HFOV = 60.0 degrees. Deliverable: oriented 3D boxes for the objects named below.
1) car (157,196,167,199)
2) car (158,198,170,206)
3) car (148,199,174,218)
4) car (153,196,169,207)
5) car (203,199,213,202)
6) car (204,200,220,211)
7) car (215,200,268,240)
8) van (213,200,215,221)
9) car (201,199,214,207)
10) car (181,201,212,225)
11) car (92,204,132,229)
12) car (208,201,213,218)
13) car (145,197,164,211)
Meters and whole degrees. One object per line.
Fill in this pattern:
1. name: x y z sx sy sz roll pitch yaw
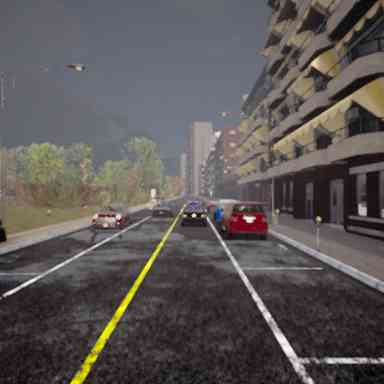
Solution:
1. car: -5.235 1.789 50.618 2.008 1.369 4.403 1 0 0
2. car: -5.220 1.878 61.926 1.802 1.307 4.206 1 0 0
3. car: -2.800 1.713 32.390 1.994 1.385 4.181 0 0 0
4. car: -5.225 1.582 56.273 2.192 1.841 5.009 1 0 0
5. car: 2.630 1.731 40.035 1.887 1.381 4.507 1 0 0
6. car: 2.638 1.780 45.695 1.947 1.339 4.313 1 0 0
7. car: 2.601 1.394 17.392 2.192 1.841 5.009 1 0 0
8. van: 2.608 1.446 23.053 1.690 1.788 3.998 1 0 0
9. car: 2.654 1.837 57.017 1.947 1.339 4.313 1 0 0
10. car: 0.137 1.660 24.770 2.033 1.411 5.357 0 0 0
11. car: -5.274 1.542 22.349 1.967 1.590 4.097 1 0 0
12. car: 2.614 1.697 28.713 1.947 1.339 4.313 1 0 0
13. car: -5.243 1.735 44.794 1.752 1.417 4.829 1 0 0
